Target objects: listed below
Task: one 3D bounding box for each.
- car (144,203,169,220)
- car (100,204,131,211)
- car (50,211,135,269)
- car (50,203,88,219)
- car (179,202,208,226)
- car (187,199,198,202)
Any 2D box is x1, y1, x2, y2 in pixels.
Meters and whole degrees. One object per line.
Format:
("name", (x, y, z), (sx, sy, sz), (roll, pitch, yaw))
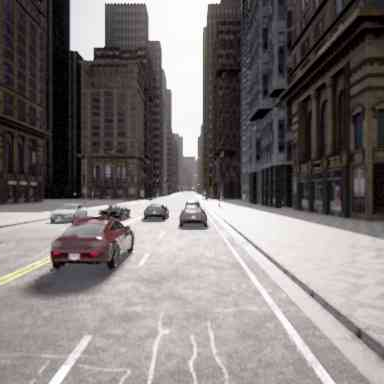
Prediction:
("car", (-3.152, 1.695, 30.021), (1.994, 1.385, 4.181), (0, 0, 0))
("car", (-6.533, 1.725, 28.524), (1.895, 1.301, 4.718), (0, 0, 1))
("car", (-3.151, 1.573, 11.214), (1.812, 1.442, 4.674), (0, 0, 0))
("car", (-9.798, 1.642, 26.929), (1.812, 1.442, 4.674), (0, 0, 0))
("car", (0.099, 1.669, 24.316), (1.994, 1.385, 4.181), (0, 0, 0))
("car", (0.097, 1.683, 42.310), (2.128, 1.511, 4.902), (0, 0, 0))
